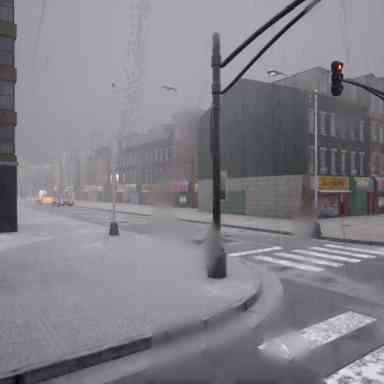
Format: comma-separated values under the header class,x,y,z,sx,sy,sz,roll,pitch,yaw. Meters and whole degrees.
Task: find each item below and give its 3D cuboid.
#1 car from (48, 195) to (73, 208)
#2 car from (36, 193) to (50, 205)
class,x,y,z,sx,sy,sz,roll,pitch,yaw
car,-17.975,1.451,45.891,1.895,1.301,4.718,0,0,-36
car,-23.824,1.171,54.039,2.097,1.767,4.553,0,0,-34
